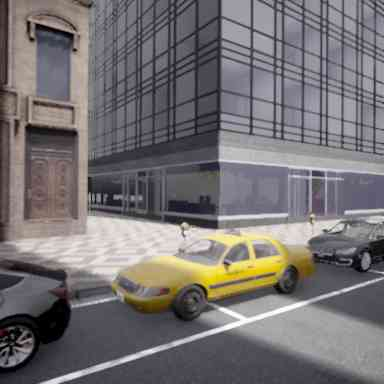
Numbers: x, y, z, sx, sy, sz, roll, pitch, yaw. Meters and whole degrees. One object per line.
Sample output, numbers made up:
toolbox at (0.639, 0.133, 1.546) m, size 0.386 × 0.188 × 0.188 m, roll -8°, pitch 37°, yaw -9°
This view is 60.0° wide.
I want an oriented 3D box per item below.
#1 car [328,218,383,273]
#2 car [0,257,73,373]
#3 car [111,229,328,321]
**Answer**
car at (5.423, 1.541, 10.625) m, size 4.403 × 1.369 × 2.008 m, roll 0°, pitch 1°, yaw -35°
car at (-3.735, 1.567, 4.092) m, size 4.313 × 1.339 × 1.947 m, roll 0°, pitch 1°, yaw -35°
car at (0.706, 1.521, 7.259) m, size 4.829 × 1.417 × 1.752 m, roll 0°, pitch 1°, yaw -35°
